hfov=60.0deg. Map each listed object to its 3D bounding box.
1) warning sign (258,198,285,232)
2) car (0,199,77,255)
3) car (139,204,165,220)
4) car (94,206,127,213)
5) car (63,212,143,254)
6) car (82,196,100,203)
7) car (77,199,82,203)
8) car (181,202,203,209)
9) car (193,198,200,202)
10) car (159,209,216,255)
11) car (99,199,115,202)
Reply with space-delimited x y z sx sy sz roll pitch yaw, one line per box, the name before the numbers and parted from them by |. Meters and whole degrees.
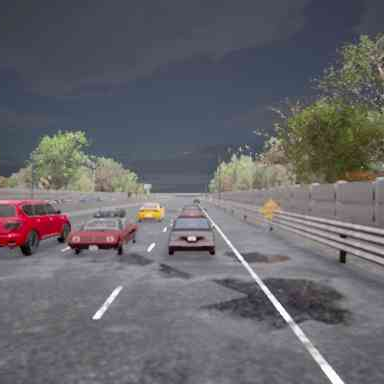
warning sign | 4.540 1.298 19.126 1.300 1.860 1.060 0 -1 0
car | -7.005 1.349 13.990 2.150 2.045 5.566 0 0 0
car | -3.509 1.766 29.477 1.882 1.535 5.008 0 0 0
car | -7.012 1.885 29.097 1.895 1.301 4.718 0 -1 0
car | -3.505 1.735 14.100 1.895 1.301 4.718 0 -1 0
car | -21.033 1.966 70.966 2.150 2.045 5.566 0 -1 0
car | -24.533 2.267 70.991 2.128 1.511 4.902 0 -1 0
car | -0.013 1.851 29.304 1.994 1.385 4.181 0 -1 0
car | 1.183 2.465 89.116 1.837 1.490 4.892 0 -1 0
car | -0.005 1.680 13.985 2.033 1.411 5.357 0 -1 0
car | -17.533 2.267 70.994 2.128 1.511 4.902 0 -1 0
